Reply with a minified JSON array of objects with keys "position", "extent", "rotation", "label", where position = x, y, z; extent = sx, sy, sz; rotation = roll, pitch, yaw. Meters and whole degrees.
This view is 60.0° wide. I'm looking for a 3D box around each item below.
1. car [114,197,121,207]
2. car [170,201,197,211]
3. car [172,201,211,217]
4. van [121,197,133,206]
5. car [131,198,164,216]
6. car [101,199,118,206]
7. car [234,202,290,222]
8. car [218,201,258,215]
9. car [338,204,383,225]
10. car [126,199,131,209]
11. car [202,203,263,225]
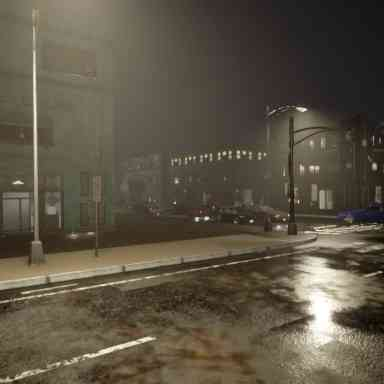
[{"position":[-14.067,1.938,65.094],"extent":[2.192,1.841,5.009],"rotation":[-1,0,-35],"label":"car"},{"position":[-1.218,1.965,47.059],"extent":[1.802,1.307,4.206],"rotation":[-2,0,-35],"label":"car"},{"position":[-0.289,1.895,35.767],"extent":[1.994,1.385,4.181],"rotation":[-1,0,-37],"label":"car"},{"position":[-10.856,1.906,60.585],"extent":[1.690,1.788,3.998],"rotation":[-1,0,-35],"label":"van"},{"position":[-4.836,1.845,37.687],"extent":[1.967,1.590,4.097],"rotation":[-1,0,-35],"label":"car"},{"position":[-17.272,2.226,69.603],"extent":[1.887,1.381,4.507],"rotation":[-1,0,-35],"label":"car"},{"position":[5.523,1.764,27.626],"extent":[2.033,1.411,5.357],"rotation":[-1,0,-36],"label":"car"},{"position":[5.202,1.809,38.041],"extent":[2.008,1.369,4.403],"rotation":[-2,0,-35],"label":"car"},{"position":[12.822,1.596,23.359],"extent":[4.674,1.442,1.812],"rotation":[-2,0,29],"label":"car"},{"position":[-6.388,1.997,44.367],"extent":[2.033,1.411,5.357],"rotation":[-1,0,-35],"label":"car"},{"position":[3.117,1.814,26.314],"extent":[1.947,1.339,4.313],"rotation":[-2,0,-35],"label":"car"}]
